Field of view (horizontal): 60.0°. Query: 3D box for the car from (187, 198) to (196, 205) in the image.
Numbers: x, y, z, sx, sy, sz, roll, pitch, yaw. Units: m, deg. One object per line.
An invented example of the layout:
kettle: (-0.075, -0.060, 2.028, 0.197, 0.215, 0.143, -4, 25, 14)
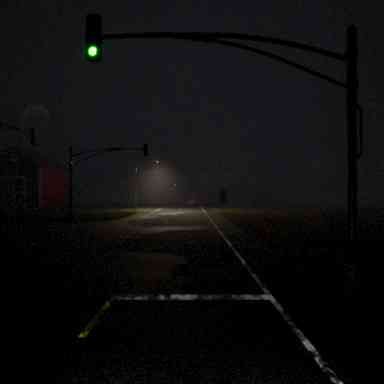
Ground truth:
car: (-0.032, 2.178, 81.395, 2.097, 1.767, 4.553, 0, -1, 0)
